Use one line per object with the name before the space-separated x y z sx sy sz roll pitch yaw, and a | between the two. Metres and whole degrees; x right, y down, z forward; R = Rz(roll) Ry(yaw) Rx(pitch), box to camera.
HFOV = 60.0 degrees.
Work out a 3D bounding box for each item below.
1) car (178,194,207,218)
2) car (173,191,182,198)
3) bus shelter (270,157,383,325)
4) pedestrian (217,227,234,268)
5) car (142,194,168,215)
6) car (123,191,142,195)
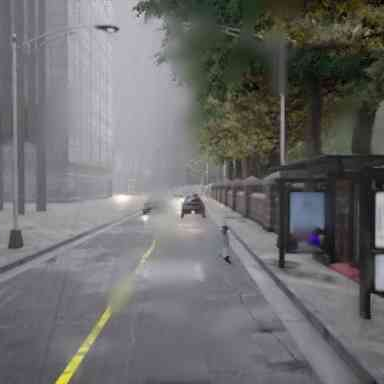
car | 0.090 1.152 26.302 1.837 1.490 4.892 0 1 0
car | -2.973 0.536 70.694 1.812 1.442 4.674 0 1 0
bus shelter | 3.139 0.774 7.340 1.920 2.740 3.880 0 1 0
pedestrian | 0.945 1.167 9.324 0.375 1.860 0.375 0 1 -15
car | -3.088 1.159 28.953 2.033 1.411 5.357 0 1 0
car | -14.901 0.228 83.990 4.829 1.417 1.752 1 0 0
